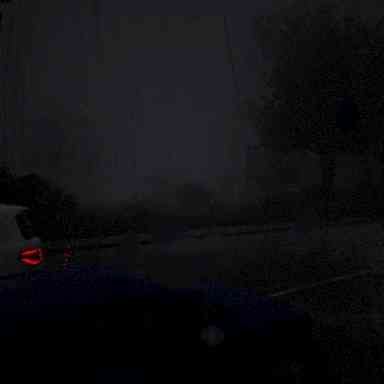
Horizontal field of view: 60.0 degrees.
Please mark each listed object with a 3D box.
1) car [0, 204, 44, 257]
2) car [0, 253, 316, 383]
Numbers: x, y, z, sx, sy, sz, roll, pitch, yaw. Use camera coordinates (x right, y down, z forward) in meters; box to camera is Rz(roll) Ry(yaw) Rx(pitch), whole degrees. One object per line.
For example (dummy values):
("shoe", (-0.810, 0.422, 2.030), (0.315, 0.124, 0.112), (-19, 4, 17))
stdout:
("car", (-5.049, 1.218, 4.665), (5.566, 2.045, 2.150), (0, 0, -35))
("car", (-0.904, 1.476, 3.062), (5.008, 1.535, 1.882), (0, 0, -35))
